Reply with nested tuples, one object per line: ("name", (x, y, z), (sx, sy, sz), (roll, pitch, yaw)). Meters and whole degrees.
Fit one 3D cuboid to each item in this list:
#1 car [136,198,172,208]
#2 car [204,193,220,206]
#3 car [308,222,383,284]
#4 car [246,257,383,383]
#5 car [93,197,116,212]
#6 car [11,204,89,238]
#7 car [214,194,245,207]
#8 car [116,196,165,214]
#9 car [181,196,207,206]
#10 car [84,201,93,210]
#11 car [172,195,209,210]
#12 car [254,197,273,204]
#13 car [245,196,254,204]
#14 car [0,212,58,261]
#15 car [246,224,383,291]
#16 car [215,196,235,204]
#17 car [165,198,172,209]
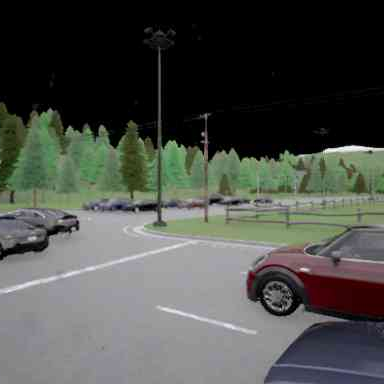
("car", (-5.518, 1.577, 48.842), (2.033, 1.411, 5.357), (0, 0, 37))
("car", (2.960, 1.243, 54.460), (2.150, 2.045, 5.566), (0, 0, 37))
("car", (5.670, 1.600, 8.545), (4.718, 1.301, 1.895), (0, 0, 36))
("car", (3.067, 1.545, 1.799), (5.357, 1.411, 2.033), (0, 0, 36))
("car", (-8.658, 1.379, 38.574), (2.097, 1.767, 4.553), (0, 0, 36))
("car", (-7.862, 1.506, 16.034), (4.902, 1.511, 2.128), (0, 0, 14))
("car", (5.993, 1.499, 52.691), (1.882, 1.535, 5.008), (0, 0, 36))
("car", (-5.603, 1.501, 36.840), (1.882, 1.535, 5.008), (0, 0, 36))
("car", (0.402, 1.533, 56.871), (1.837, 1.490, 4.892), (0, 0, 37))
("car", (-11.254, 1.535, 40.966), (1.837, 1.490, 4.892), (0, 0, 36))
("car", (-0.098, 1.548, 44.386), (1.812, 1.442, 4.674), (0, 0, 36))
("car", (13.451, 1.568, 62.748), (2.033, 1.411, 5.357), (0, 0, 37))
("car", (9.440, 1.528, 63.242), (1.837, 1.490, 4.892), (0, 0, 37))
("car", (-7.393, 1.577, 12.184), (4.181, 1.385, 1.994), (0, 0, 20))
("car", (3.266, 1.352, 5.959), (4.553, 1.767, 2.097), (0, 0, 36))
("car", (6.414, 1.553, 64.972), (1.812, 1.442, 4.674), (0, 0, 36))
("car", (-3.088, 1.574, 46.240), (2.033, 1.411, 5.357), (0, 0, 36))
